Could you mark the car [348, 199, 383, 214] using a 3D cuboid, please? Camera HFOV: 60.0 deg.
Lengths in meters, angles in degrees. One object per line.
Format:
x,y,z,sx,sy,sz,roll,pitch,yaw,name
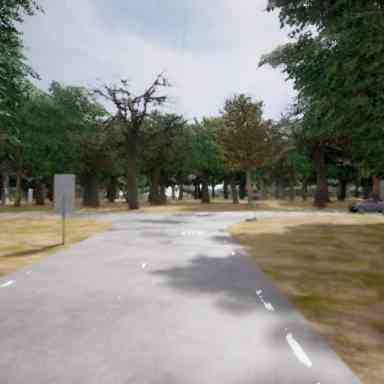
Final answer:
17.553,1.406,32.500,4.181,1.385,1.994,0,-2,2,car
